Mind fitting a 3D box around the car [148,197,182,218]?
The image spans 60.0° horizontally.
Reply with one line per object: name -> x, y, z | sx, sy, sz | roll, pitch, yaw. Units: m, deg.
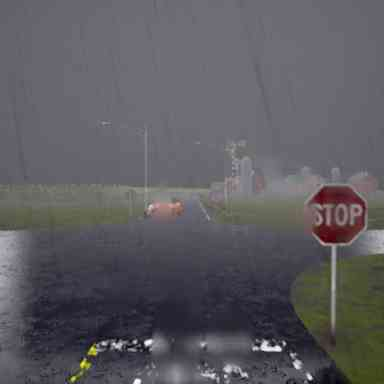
car -> -2.298, 1.241, 28.820 | 2.097, 1.767, 4.553 | 0, 0, 10
